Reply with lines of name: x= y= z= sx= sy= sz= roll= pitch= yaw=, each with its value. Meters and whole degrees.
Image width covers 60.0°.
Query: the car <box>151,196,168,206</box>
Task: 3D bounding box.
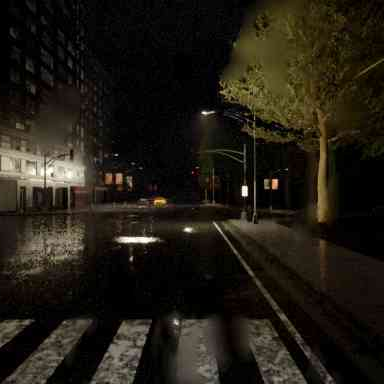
car: x=-6.341 y=1.924 z=65.955 sx=1.882 sy=1.535 sz=5.008 roll=0 pitch=-1 yaw=0

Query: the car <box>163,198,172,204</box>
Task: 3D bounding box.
car: x=-6.290 y=2.262 z=86.158 sx=1.812 sy=1.442 sz=4.674 roll=0 pitch=-1 yaw=0

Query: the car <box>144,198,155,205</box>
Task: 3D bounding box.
car: x=-9.567 y=2.131 z=75.497 sx=1.994 sy=1.385 sz=4.181 roll=0 pitch=-1 yaw=0

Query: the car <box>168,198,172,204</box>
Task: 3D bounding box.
car: x=-6.316 y=2.125 z=75.955 sx=2.033 sy=1.411 sz=5.357 roll=0 pitch=-1 yaw=0

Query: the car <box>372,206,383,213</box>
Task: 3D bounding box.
car: x=41.790 y=3.910 z=74.394 sx=4.892 sy=1.490 sz=1.837 roll=4 pitch=-3 yaw=-45

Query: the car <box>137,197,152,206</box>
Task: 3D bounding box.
car: x=-9.592 y=2.006 z=65.597 sx=1.994 sy=1.385 sz=4.181 roll=0 pitch=-1 yaw=0

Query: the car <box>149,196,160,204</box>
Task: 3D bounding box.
car: x=-9.541 y=1.959 z=85.903 sx=2.150 sy=2.045 sz=5.566 roll=0 pitch=-1 yaw=0
